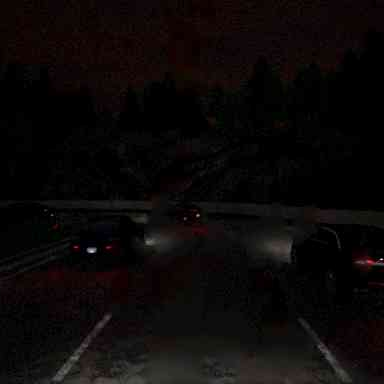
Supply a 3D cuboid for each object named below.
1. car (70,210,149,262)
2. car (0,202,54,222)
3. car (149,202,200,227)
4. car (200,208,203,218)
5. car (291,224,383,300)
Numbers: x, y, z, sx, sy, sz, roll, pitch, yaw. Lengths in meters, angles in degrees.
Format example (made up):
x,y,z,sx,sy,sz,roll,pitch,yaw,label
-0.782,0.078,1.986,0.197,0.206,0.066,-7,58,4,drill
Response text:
x,y,z,sx,sy,sz,roll,pitch,yaw,label
-2.943,1.575,12.233,1.812,1.442,4.674,0,0,1,car
-13.415,1.570,26.049,4.892,1.490,1.837,0,-2,-2,car
-1.683,1.597,23.973,1.882,1.535,5.008,1,0,-30,car
-1.229,1.651,28.649,1.837,1.490,4.892,3,-2,-45,car
3.945,1.559,8.496,2.128,1.511,4.902,0,0,2,car
